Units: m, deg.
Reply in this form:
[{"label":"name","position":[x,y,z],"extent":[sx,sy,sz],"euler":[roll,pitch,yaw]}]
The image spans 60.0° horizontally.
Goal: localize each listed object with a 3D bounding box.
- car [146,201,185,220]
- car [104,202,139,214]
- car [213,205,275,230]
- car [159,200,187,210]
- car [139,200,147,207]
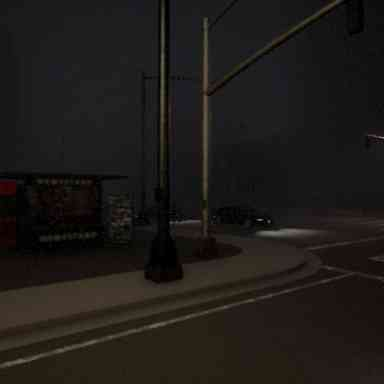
[{"label":"car","position":[-2.532,1.798,30.984],"extent":[1.812,1.442,4.674],"euler":[0,-1,-36]},{"label":"car","position":[-8.785,1.976,39.619],"extent":[2.033,1.411,5.357],"euler":[0,-1,-36]},{"label":"car","position":[3.413,1.654,22.789],"extent":[1.837,1.490,4.892],"euler":[0,-1,-36]},{"label":"car","position":[-3.289,2.159,56.214],"extent":[2.033,1.411,5.357],"euler":[0,-1,-36]},{"label":"car","position":[-9.477,2.330,64.740],"extent":[1.994,1.385,4.181],"euler":[0,-1,-36]}]
